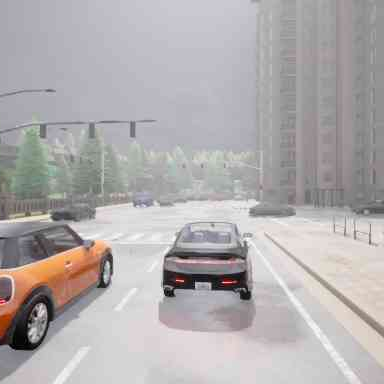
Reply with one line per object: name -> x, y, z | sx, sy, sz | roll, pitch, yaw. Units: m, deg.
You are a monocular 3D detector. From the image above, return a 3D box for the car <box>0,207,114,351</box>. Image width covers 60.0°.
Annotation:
car -> -3.106, 1.352, 6.444 | 2.097, 1.767, 4.553 | 0, 0, 4

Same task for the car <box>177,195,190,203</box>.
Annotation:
car -> -2.292, 1.352, 69.383 | 2.097, 1.767, 4.553 | 0, 0, 6

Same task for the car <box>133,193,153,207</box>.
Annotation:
car -> -7.356, 1.222, 50.572 | 2.150, 2.045, 5.566 | 0, 0, 4

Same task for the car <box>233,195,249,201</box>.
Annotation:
car -> 12.199, 1.524, 82.440 | 4.674, 1.442, 1.812 | 0, 0, -43

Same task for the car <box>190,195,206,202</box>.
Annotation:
car -> 1.654, 1.540, 80.205 | 2.033, 1.411, 5.357 | 0, 0, 29

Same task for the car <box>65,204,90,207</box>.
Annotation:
car -> -9.013, 1.601, 25.609 | 1.895, 1.301, 4.718 | 0, 0, 4

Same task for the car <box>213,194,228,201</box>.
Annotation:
car -> 7.093, 1.355, 82.010 | 2.097, 1.767, 4.553 | 0, 0, 38

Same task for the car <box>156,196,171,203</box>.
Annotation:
car -> -5.844, 1.547, 69.309 | 2.033, 1.411, 5.357 | 0, 0, 6

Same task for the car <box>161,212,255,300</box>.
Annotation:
car -> 0.500, 1.492, 8.443 | 2.128, 1.511, 4.902 | 0, 0, 7

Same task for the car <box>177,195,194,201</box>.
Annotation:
car -> -1.567, 1.478, 81.632 | 1.882, 1.535, 5.008 | 0, 0, 29

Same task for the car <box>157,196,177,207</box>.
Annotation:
car -> -3.835, 1.505, 50.719 | 1.837, 1.490, 4.892 | 0, 0, 4

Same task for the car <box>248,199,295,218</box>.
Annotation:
car -> 7.250, 1.614, 30.368 | 4.181, 1.385, 1.994 | 0, 0, 10

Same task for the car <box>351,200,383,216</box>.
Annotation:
car -> 18.463, 1.560, 33.159 | 4.892, 1.490, 1.837 | 0, 0, 3
